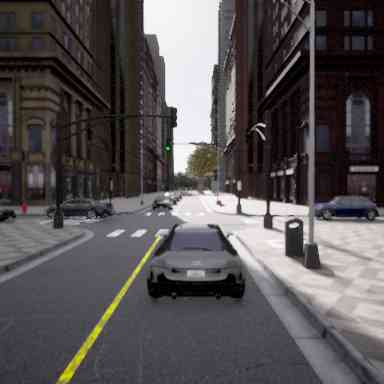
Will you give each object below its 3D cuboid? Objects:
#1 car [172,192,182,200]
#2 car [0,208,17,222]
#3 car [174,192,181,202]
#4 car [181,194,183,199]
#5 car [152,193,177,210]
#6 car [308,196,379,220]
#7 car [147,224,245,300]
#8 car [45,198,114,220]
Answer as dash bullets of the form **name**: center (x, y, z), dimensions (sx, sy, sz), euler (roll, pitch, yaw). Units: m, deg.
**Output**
- **car**: center (-2.912, 0.707, 65.564), dimensions (1.812, 1.442, 4.674), euler (0, 1, 0)
- **car**: center (-14.089, 1.227, 20.963), dimensions (5.357, 1.411, 2.033), euler (0, 1, 0)
- **car**: center (-3.031, 0.916, 44.917), dimensions (2.128, 1.511, 4.902), euler (0, 1, 0)
- **car**: center (-2.983, 0.849, 55.231), dimensions (2.033, 1.411, 5.357), euler (0, 1, 0)
- **car**: center (-3.044, 1.094, 35.158), dimensions (2.033, 1.411, 5.357), euler (0, 1, 0)
- **car**: center (10.895, 1.076, 24.167), dimensions (4.553, 1.767, 2.097), euler (0, 1, 1)
- **car**: center (0.110, 1.457, 8.186), dimensions (1.994, 1.385, 4.181), euler (0, 1, 1)
- **car**: center (-8.021, 1.180, 23.775), dimensions (4.892, 1.490, 1.837), euler (1, -3, 11)
